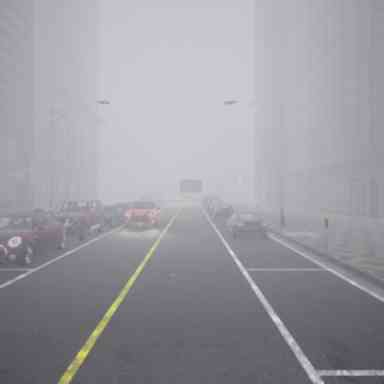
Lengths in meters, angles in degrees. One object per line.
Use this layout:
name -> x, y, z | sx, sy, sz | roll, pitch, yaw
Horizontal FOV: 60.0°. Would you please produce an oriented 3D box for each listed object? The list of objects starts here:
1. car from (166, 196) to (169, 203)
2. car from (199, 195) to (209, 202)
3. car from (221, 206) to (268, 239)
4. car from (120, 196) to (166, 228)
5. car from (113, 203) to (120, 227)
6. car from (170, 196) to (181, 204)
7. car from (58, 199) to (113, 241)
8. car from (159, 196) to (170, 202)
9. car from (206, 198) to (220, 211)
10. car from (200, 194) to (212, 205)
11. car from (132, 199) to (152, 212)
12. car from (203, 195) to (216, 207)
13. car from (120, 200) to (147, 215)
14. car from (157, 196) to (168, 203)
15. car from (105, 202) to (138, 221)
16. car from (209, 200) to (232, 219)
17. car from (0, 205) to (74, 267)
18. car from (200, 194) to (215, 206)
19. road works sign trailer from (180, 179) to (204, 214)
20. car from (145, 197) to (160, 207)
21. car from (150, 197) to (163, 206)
car -> -5.930, 1.559, 61.928 | 1.947, 1.339, 4.313 | 0, 0, 0
car -> 2.564, 1.442, 73.226 | 1.967, 1.590, 4.097 | 0, 0, 0
car -> 2.715, 1.575, 16.864 | 1.802, 1.307, 4.206 | 0, 0, 0
car -> -3.158, 1.342, 22.256 | 2.097, 1.767, 4.553 | 0, 0, 0
car -> -5.825, 1.556, 22.472 | 1.947, 1.339, 4.313 | 0, 0, 0
car -> -3.196, 1.471, 63.392 | 1.882, 1.535, 5.008 | 0, 0, 0
car -> -5.811, 1.307, 16.836 | 2.192, 1.841, 5.009 | 0, 0, 0
car -> -5.960, 1.551, 73.202 | 2.008, 1.369, 4.403 | 0, 0, 0
car -> 2.670, 1.570, 33.774 | 1.802, 1.307, 4.206 | 0, 0, 0
car -> 2.624, 1.304, 50.681 | 2.192, 1.841, 5.009 | 0, 0, 0
car -> -5.870, 1.568, 39.382 | 1.802, 1.307, 4.206 | 0, 0, 0
car -> 2.654, 1.428, 39.410 | 1.967, 1.590, 4.097 | 0, 0, 0
car -> -5.855, 1.537, 33.745 | 2.008, 1.369, 4.403 | 0, 0, 0
car -> -5.945, 1.562, 67.565 | 1.947, 1.339, 4.313 | 0, 0, 0
car -> -5.840, 1.554, 28.109 | 1.947, 1.339, 4.313 | 0, 0, 0
car -> 2.685, 1.571, 28.137 | 1.802, 1.307, 4.206 | 0, 0, 0
car -> -5.796, 1.434, 11.198 | 1.967, 1.590, 4.097 | 0, 0, 0
car -> 2.609, 1.306, 56.317 | 2.192, 1.841, 5.009 | 0, 0, 0
road works sign trailer -> -0.095, 0.452, 35.655 | 2.380, 3.560, 2.880 | 0, 0, 0
car -> -5.900, 1.513, 50.485 | 1.752, 1.417, 4.829 | 0, 0, 0
car -> -5.915, 1.572, 56.292 | 1.802, 1.307, 4.206 | 0, 0, 0
